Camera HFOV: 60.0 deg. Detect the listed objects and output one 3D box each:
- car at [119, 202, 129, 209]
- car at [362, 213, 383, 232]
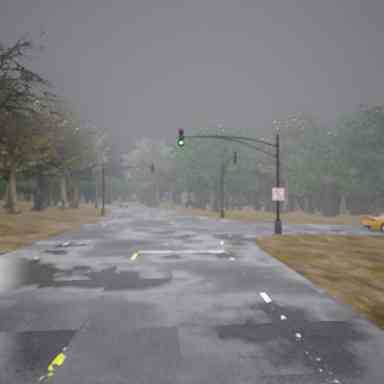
[{"bbox_3d":[-15.131,2.926,73.979,1.837,1.490,4.892,0,-2,-17],"label":"car"},{"bbox_3d":[16.754,2.503,27.551,5.008,1.535,1.882,2,-1,-5],"label":"car"}]
